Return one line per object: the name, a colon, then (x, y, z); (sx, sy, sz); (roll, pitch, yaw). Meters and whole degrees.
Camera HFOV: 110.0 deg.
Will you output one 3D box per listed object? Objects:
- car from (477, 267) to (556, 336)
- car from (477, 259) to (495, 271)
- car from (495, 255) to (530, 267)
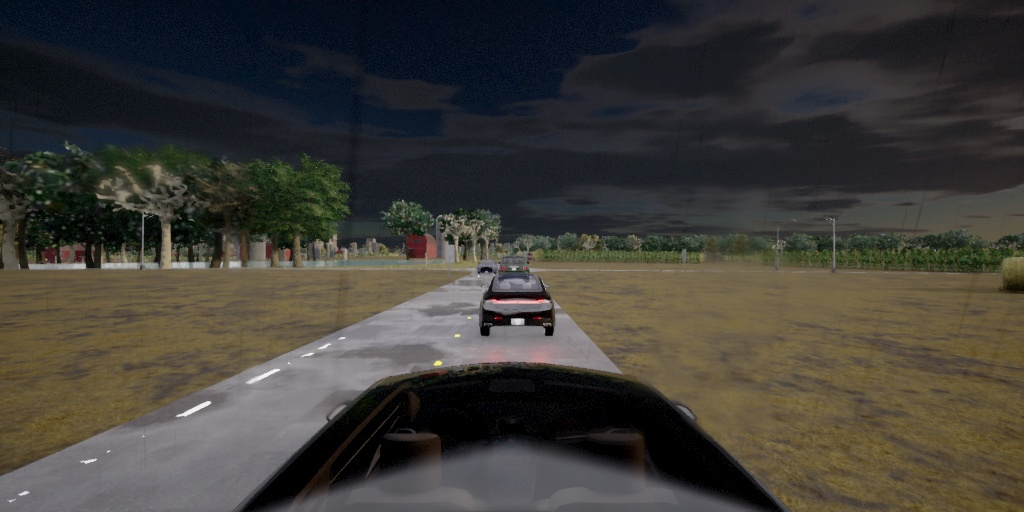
car: (0.115, 1.241, 10.364); (2.128, 1.511, 4.902); (0, 0, 0)
car: (-2.700, 1.086, 40.378); (2.097, 1.767, 4.553); (0, 0, 0)
car: (0.135, 0.966, 26.564); (2.150, 2.045, 5.566); (0, 0, 0)
